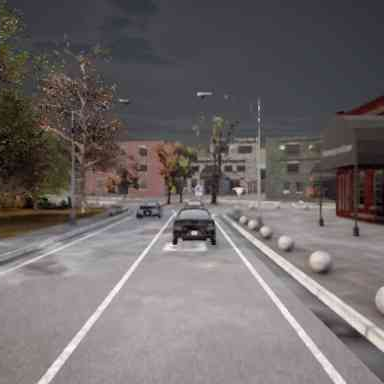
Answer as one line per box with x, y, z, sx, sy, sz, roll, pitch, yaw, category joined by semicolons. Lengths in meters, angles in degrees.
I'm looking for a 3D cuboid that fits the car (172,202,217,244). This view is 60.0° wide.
0.097;1.480;15.803;1.882;1.535;5.008;0;0;0;car

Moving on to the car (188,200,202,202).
0.300;1.447;30.348;1.812;1.442;4.674;0;1;3;car

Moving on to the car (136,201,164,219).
-3.513;1.502;28.426;1.994;1.385;4.181;0;0;1;car
